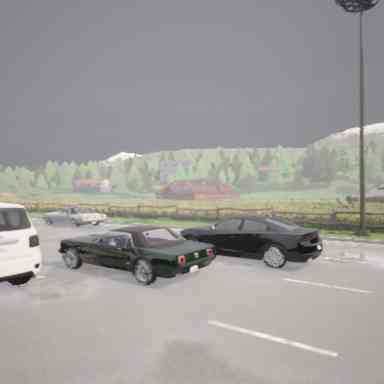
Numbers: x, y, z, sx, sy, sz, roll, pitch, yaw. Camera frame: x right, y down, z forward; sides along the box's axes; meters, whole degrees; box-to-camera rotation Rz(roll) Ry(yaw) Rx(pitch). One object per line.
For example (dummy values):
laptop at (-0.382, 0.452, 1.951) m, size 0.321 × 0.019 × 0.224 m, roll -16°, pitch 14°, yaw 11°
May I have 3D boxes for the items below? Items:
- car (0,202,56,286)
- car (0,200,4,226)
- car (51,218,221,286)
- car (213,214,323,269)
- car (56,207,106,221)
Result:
car at (-6.032, 1.257, 8.282) m, size 5.566 × 2.045 × 2.150 m, roll 0°, pitch 0°, yaw 35°
car at (-15.563, 1.447, 23.575) m, size 4.553 × 1.767 × 2.097 m, roll 0°, pitch 0°, yaw 35°
car at (-1.759, 1.627, 9.541) m, size 4.718 × 1.301 × 1.895 m, roll 0°, pitch 0°, yaw 35°
car at (1.767, 1.499, 11.324) m, size 5.008 × 1.535 × 1.882 m, roll 0°, pitch 0°, yaw 35°
car at (-8.082, 1.674, 22.584) m, size 4.718 × 1.301 × 1.895 m, roll 0°, pitch 0°, yaw 35°
